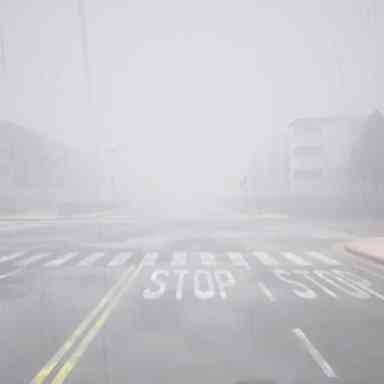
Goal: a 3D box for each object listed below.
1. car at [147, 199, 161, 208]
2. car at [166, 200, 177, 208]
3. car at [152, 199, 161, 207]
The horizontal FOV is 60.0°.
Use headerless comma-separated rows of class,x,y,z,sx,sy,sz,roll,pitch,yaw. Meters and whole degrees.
car,-7.430,2.057,64.014,2.097,1.767,4.553,0,-1,0
car,-3.933,2.236,64.474,1.812,1.442,4.674,0,-1,0
car,-7.611,2.294,70.929,1.812,1.442,4.674,0,-1,-5
